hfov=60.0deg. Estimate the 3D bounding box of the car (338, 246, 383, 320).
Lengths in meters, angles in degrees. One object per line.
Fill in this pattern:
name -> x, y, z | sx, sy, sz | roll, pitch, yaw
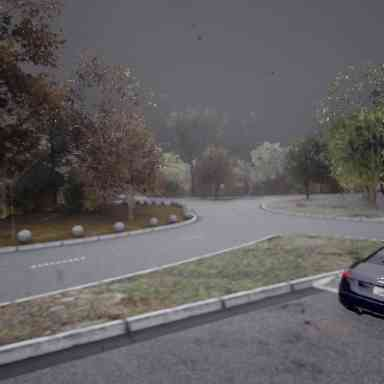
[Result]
car -> 4.738, 1.550, 6.360 | 4.181, 1.385, 1.994 | -1, 0, -33
